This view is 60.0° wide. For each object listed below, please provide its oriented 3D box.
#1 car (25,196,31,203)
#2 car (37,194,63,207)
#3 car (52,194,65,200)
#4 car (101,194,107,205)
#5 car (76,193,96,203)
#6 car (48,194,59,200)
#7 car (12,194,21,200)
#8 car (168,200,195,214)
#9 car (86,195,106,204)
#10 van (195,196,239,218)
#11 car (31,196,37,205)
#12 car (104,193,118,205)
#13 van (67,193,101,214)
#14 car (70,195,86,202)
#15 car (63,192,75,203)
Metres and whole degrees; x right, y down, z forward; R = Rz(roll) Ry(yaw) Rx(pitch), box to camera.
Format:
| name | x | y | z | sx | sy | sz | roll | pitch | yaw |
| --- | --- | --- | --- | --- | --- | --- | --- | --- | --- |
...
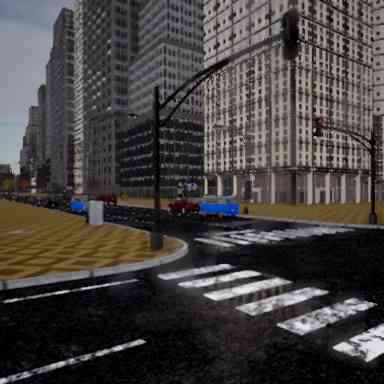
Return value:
| name | x | y | z | sx | sy | sz | roll | pitch | yaw |
| --- | --- | --- | --- | --- | --- | --- | --- | --- | --- |
| car | -29.521 | 1.335 | 61.001 | 1.802 | 1.307 | 4.206 | 0 | 0 | -34 |
| car | -20.211 | 1.399 | 47.236 | 1.947 | 1.339 | 4.313 | 0 | 0 | -34 |
| car | -31.891 | 1.184 | 79.461 | 2.008 | 1.369 | 4.403 | 0 | 0 | -34 |
| car | -14.930 | 1.358 | 49.579 | 2.033 | 1.411 | 5.357 | 0 | 0 | -34 |
| car | -19.477 | 1.055 | 61.108 | 2.192 | 1.841 | 5.009 | 0 | 0 | -34 |
| car | -35.090 | 1.131 | 84.190 | 1.752 | 1.417 | 4.829 | 0 | 0 | -34 |
| car | -41.936 | 1.229 | 79.354 | 1.802 | 1.307 | 4.206 | 0 | 0 | -34 |
| car | -0.838 | 1.441 | 33.594 | 1.887 | 1.381 | 4.507 | 0 | 0 | -34 |
| car | -16.373 | 1.311 | 56.520 | 1.887 | 1.381 | 4.507 | 0 | 0 | -34 |
| van | 2.340 | 1.262 | 29.057 | 1.690 | 1.788 | 3.998 | 0 | 0 | -34 |
| car | -23.314 | 1.357 | 51.824 | 2.008 | 1.369 | 4.403 | 0 | 0 | -34 |
| car | -13.269 | 1.108 | 51.931 | 2.192 | 1.841 | 5.009 | 0 | 0 | -34 |
| van | -10.900 | 1.252 | 33.471 | 1.690 | 1.788 | 3.998 | 0 | 0 | -34 |
| car | -22.580 | 1.279 | 65.697 | 1.947 | 1.339 | 4.313 | 0 | 0 | -34 |
| car | -20.805 | 1.252 | 58.263 | 2.128 | 1.511 | 4.902 | 0 | 0 | -34 |
